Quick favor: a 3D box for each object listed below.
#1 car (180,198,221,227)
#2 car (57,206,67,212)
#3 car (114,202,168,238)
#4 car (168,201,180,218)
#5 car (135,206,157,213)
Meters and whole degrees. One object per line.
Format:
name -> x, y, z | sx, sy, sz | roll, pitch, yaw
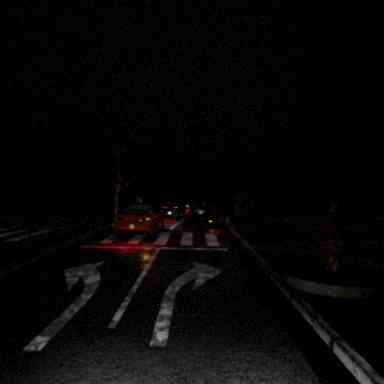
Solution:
car -> 0.654, 1.259, 21.845 | 2.097, 1.767, 4.553 | 1, -1, 3
car -> -26.511, 3.166, 64.028 | 2.128, 1.511, 4.902 | -2, -4, 42
car -> -2.541, 1.327, 16.901 | 1.882, 1.535, 5.008 | 1, 0, 2
car -> -1.781, 1.635, 30.702 | 1.837, 1.490, 4.892 | 1, -3, 3
car -> -9.704, 3.761, 69.780 | 4.181, 1.385, 1.994 | 1, -3, 10
